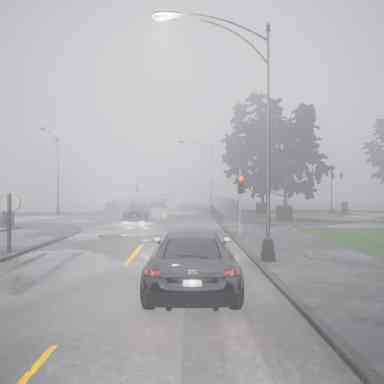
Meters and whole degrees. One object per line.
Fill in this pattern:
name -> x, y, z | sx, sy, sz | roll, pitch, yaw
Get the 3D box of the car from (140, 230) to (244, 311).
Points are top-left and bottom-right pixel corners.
car -> 0.002, 1.564, 7.826 | 1.994, 1.385, 4.181 | 0, 0, 0

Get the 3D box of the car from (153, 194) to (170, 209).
car -> -4.454, 1.477, 45.026 | 1.882, 1.535, 5.008 | 0, 0, 0

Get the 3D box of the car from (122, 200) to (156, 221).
car -> -4.309, 1.564, 26.717 | 1.994, 1.385, 4.181 | 0, 0, 0

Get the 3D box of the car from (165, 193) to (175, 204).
car -> -4.556, 1.223, 65.548 | 2.150, 2.045, 5.566 | 0, 0, 0
